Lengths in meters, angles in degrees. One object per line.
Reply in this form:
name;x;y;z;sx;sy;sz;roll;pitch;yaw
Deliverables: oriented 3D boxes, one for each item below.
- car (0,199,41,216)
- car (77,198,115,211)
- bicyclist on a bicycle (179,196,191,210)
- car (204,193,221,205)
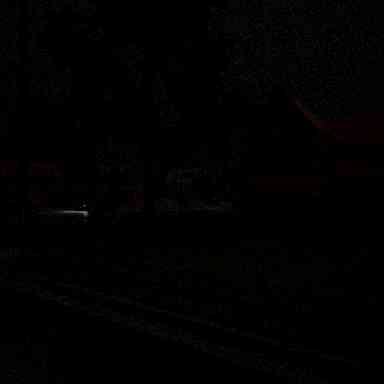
car;-17.363;1.505;32.522;1.837;1.490;4.892;0;0;34
car;-11.712;1.504;40.853;1.837;1.490;4.892;0;0;34
bicyclist on a bicycle;-0.832;1.224;38.252;1.656;1.620;0.582;0;0;34
car;3.645;1.221;58.520;2.150;2.045;5.566;0;0;14
